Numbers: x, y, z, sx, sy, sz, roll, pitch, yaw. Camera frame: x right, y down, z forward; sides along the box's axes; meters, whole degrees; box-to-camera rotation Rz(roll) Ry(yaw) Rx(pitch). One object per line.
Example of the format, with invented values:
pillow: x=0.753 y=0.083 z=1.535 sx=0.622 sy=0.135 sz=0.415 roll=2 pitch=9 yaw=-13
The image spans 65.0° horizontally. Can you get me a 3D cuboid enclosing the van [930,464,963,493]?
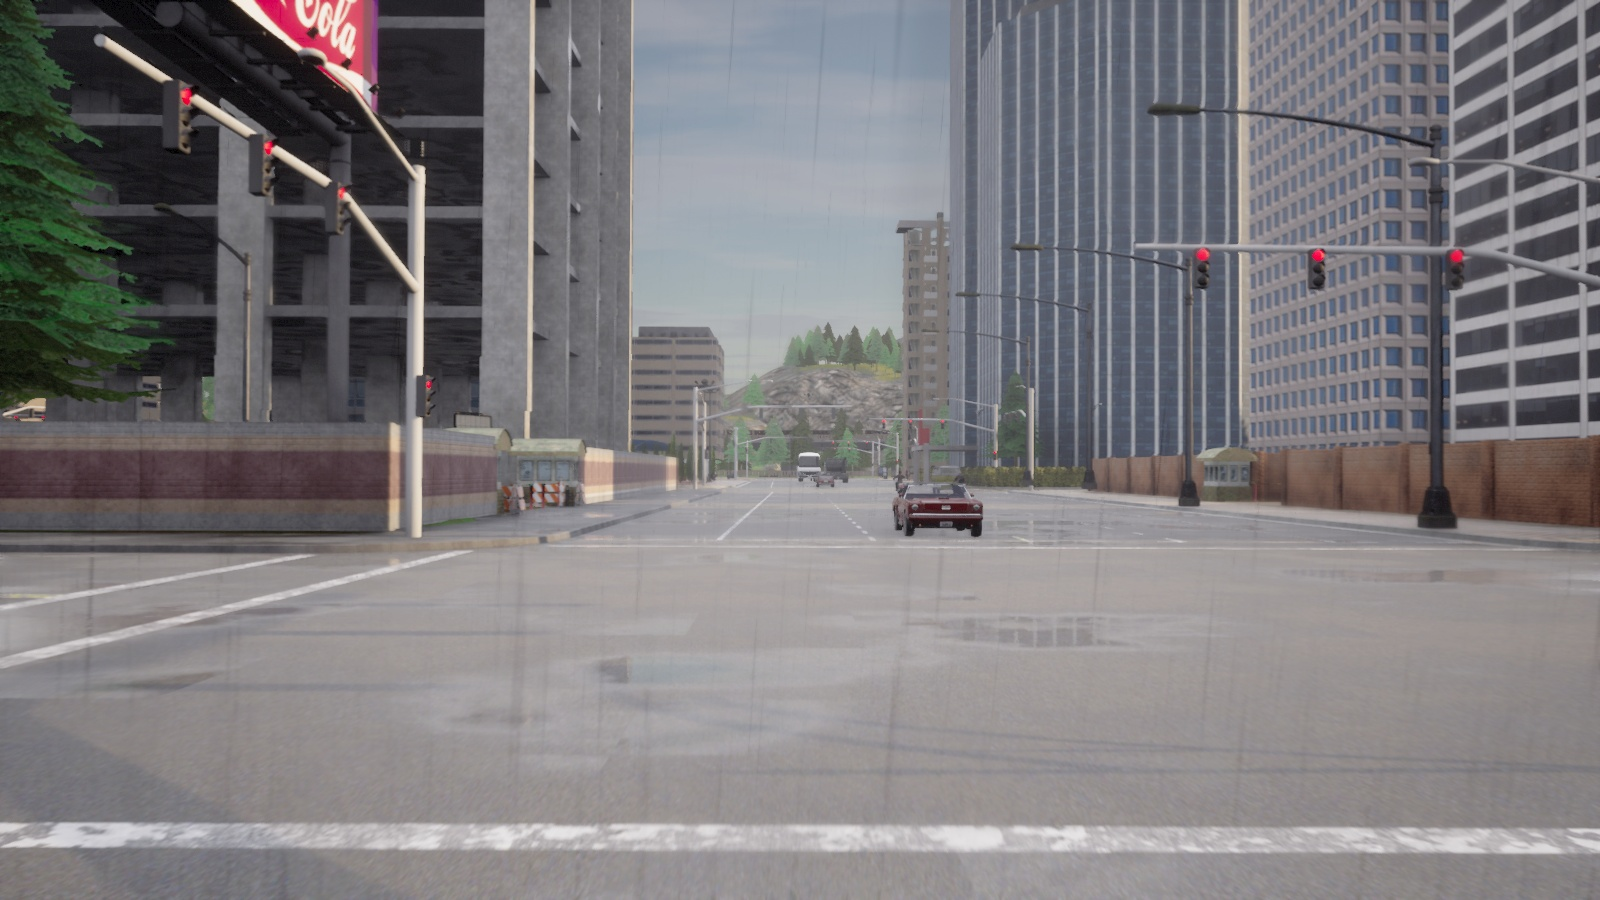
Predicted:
van: x=10.281 y=2.004 z=88.274 sx=1.775 sy=1.987 sz=4.442 roll=0 pitch=-1 yaw=0

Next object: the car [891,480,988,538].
car: x=3.426 y=1.430 z=31.606 sx=1.895 sy=1.301 sz=4.718 roll=0 pitch=-1 yaw=0
